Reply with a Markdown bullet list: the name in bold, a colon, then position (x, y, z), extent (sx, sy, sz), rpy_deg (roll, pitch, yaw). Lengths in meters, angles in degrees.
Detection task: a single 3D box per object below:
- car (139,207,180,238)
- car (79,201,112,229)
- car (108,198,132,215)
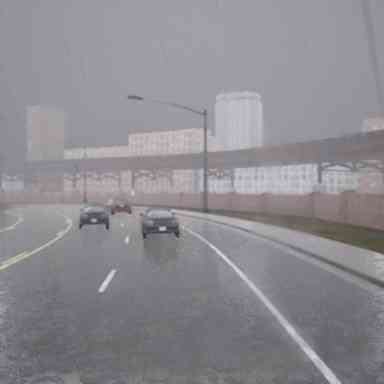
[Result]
- **car**: position (-1.775, 1.521, 17.543), extent (1.812, 1.442, 4.674), rpy_deg (0, 0, -11)
- **car**: position (-6.501, 1.553, 22.146), extent (1.812, 1.442, 4.674), rpy_deg (0, 0, -16)
- **car**: position (-7.808, 1.367, 34.285), extent (2.097, 1.767, 4.553), rpy_deg (-1, 0, -27)
